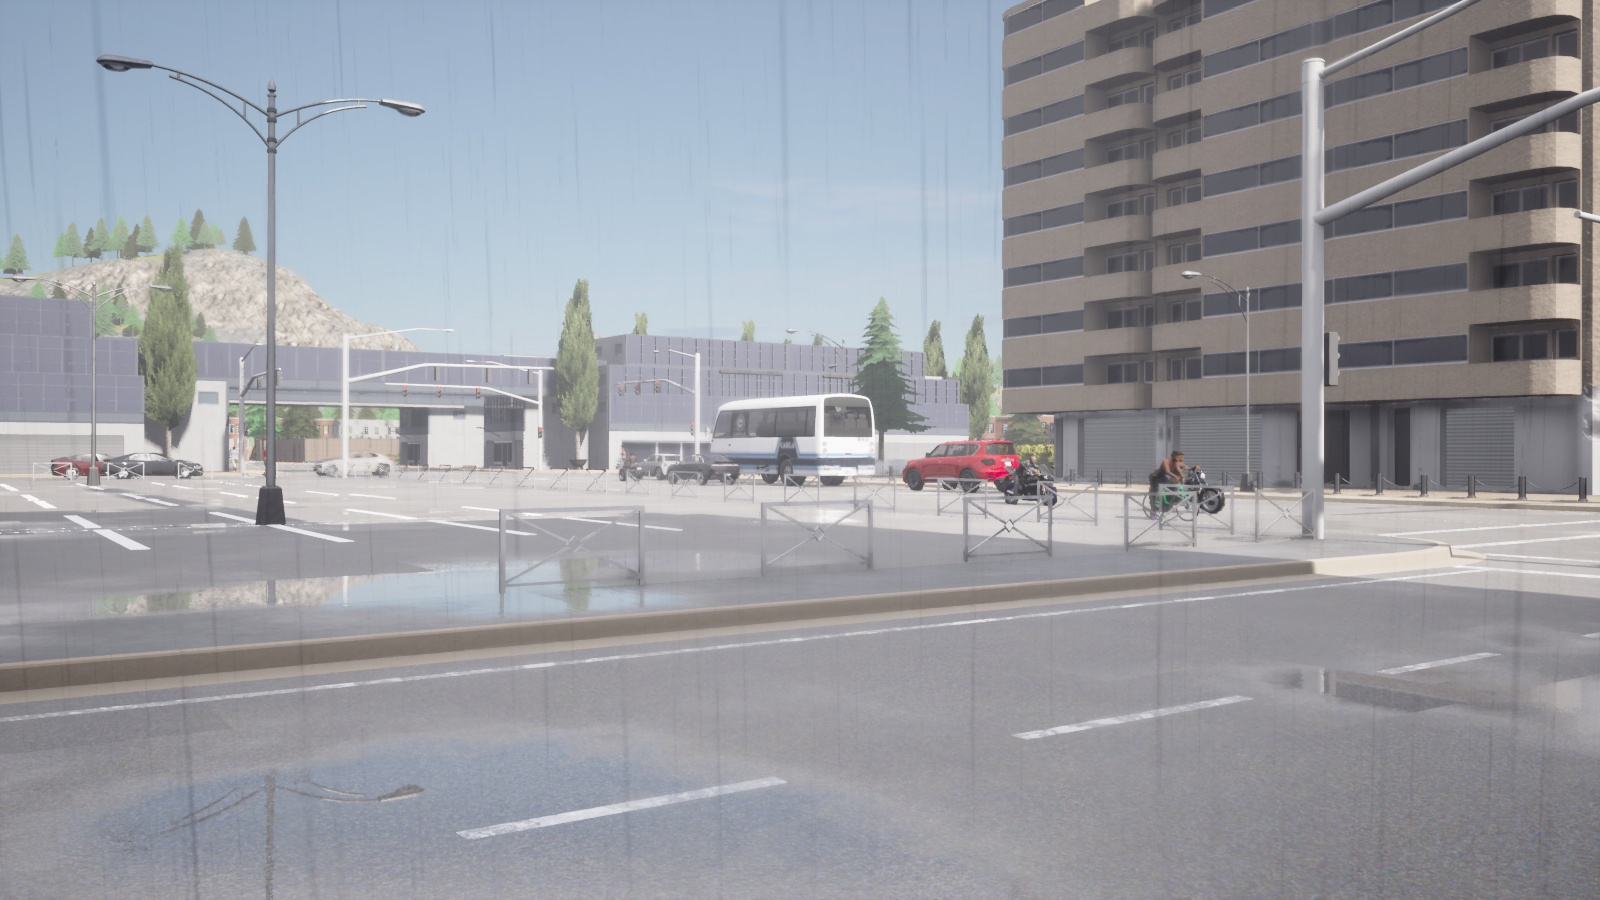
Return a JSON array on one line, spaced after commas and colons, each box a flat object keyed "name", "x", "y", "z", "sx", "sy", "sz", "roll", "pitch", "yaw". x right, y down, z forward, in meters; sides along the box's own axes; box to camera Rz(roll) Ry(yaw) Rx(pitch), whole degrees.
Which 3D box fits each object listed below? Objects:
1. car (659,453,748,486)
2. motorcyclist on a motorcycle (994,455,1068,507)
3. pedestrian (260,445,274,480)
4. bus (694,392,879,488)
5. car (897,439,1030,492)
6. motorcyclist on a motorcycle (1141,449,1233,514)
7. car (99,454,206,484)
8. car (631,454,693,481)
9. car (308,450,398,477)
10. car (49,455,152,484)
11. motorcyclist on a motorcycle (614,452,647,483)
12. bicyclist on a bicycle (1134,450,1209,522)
[{"name": "car", "x": -4.736, "y": 0.915, "z": 60.790, "sx": 2.128, "sy": 1.511, "sz": 4.902, "roll": 0, "pitch": 0, "yaw": -34}, {"name": "motorcyclist on a motorcycle", "x": 6.925, "y": 0.913, "z": 37.755, "sx": 0.866, "sy": 1.530, "sz": 2.191, "roll": 0, "pitch": 0, "yaw": -35}, {"name": "pedestrian", "x": -28.257, "y": 0.682, "z": 66.622, "sx": 0.636, "sy": 1.846, "sz": 0.331, "roll": 0, "pitch": 0, "yaw": -35}, {"name": "bus", "x": -0.890, "y": -0.424, "z": 61.381, "sx": 3.944, "sy": 4.253, "sz": 10.273, "roll": 0, "pitch": 0, "yaw": -35}, {"name": "car", "x": 6.517, "y": 0.625, "z": 50.658, "sx": 2.150, "sy": 2.045, "sz": 5.566, "roll": 0, "pitch": -1, "yaw": -34}, {"name": "motorcyclist on a motorcycle", "x": 10.169, "y": 0.810, "z": 33.058, "sx": 0.766, "sy": 1.649, "sz": 2.350, "roll": 0, "pitch": 0, "yaw": -35}, {"name": "car", "x": -34.676, "y": 0.995, "z": 67.294, "sx": 4.902, "sy": 1.511, "sz": 2.128, "roll": 0, "pitch": 0, "yaw": -34}, {"name": "car", "x": -7.896, "y": 0.957, "z": 71.525, "sx": 1.970, "sy": 1.475, "sz": 3.806, "roll": 0, "pitch": 0, "yaw": -34}, {"name": "car", "x": -28.462, "y": 0.835, "z": 80.000, "sx": 5.027, "sy": 1.651, "sz": 2.152, "roll": 0, "pitch": 0, "yaw": -35}, {"name": "car", "x": -38.436, "y": 1.050, "z": 69.001, "sx": 4.792, "sy": 1.488, "sz": 2.163, "roll": 0, "pitch": 0, "yaw": -33}, {"name": "motorcyclist on a motorcycle", "x": -9.068, "y": 0.934, "z": 67.065, "sx": 0.766, "sy": 1.649, "sz": 2.350, "roll": 0, "pitch": 0, "yaw": -35}, {"name": "bicyclist on a bicycle", "x": 8.608, "y": 0.806, "z": 29.160, "sx": 0.582, "sy": 1.620, "sz": 1.656, "roll": 0, "pitch": 0, "yaw": -35}]
